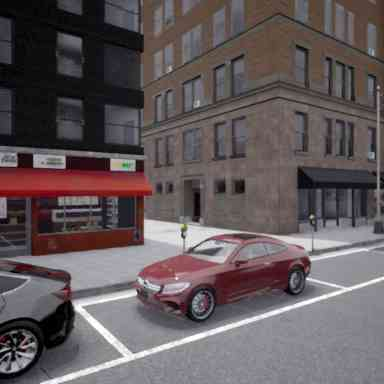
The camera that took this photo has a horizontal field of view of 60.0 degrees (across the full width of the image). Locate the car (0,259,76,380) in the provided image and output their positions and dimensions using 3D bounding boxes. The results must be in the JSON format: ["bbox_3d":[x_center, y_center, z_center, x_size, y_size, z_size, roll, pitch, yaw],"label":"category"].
[{"bbox_3d":[-3.630,1.566,3.945,4.313,1.339,1.947,0,0,-35],"label":"car"}]

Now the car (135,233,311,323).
[{"bbox_3d":[0.850,1.580,7.137,4.206,1.307,1.802,0,0,-35],"label":"car"}]
